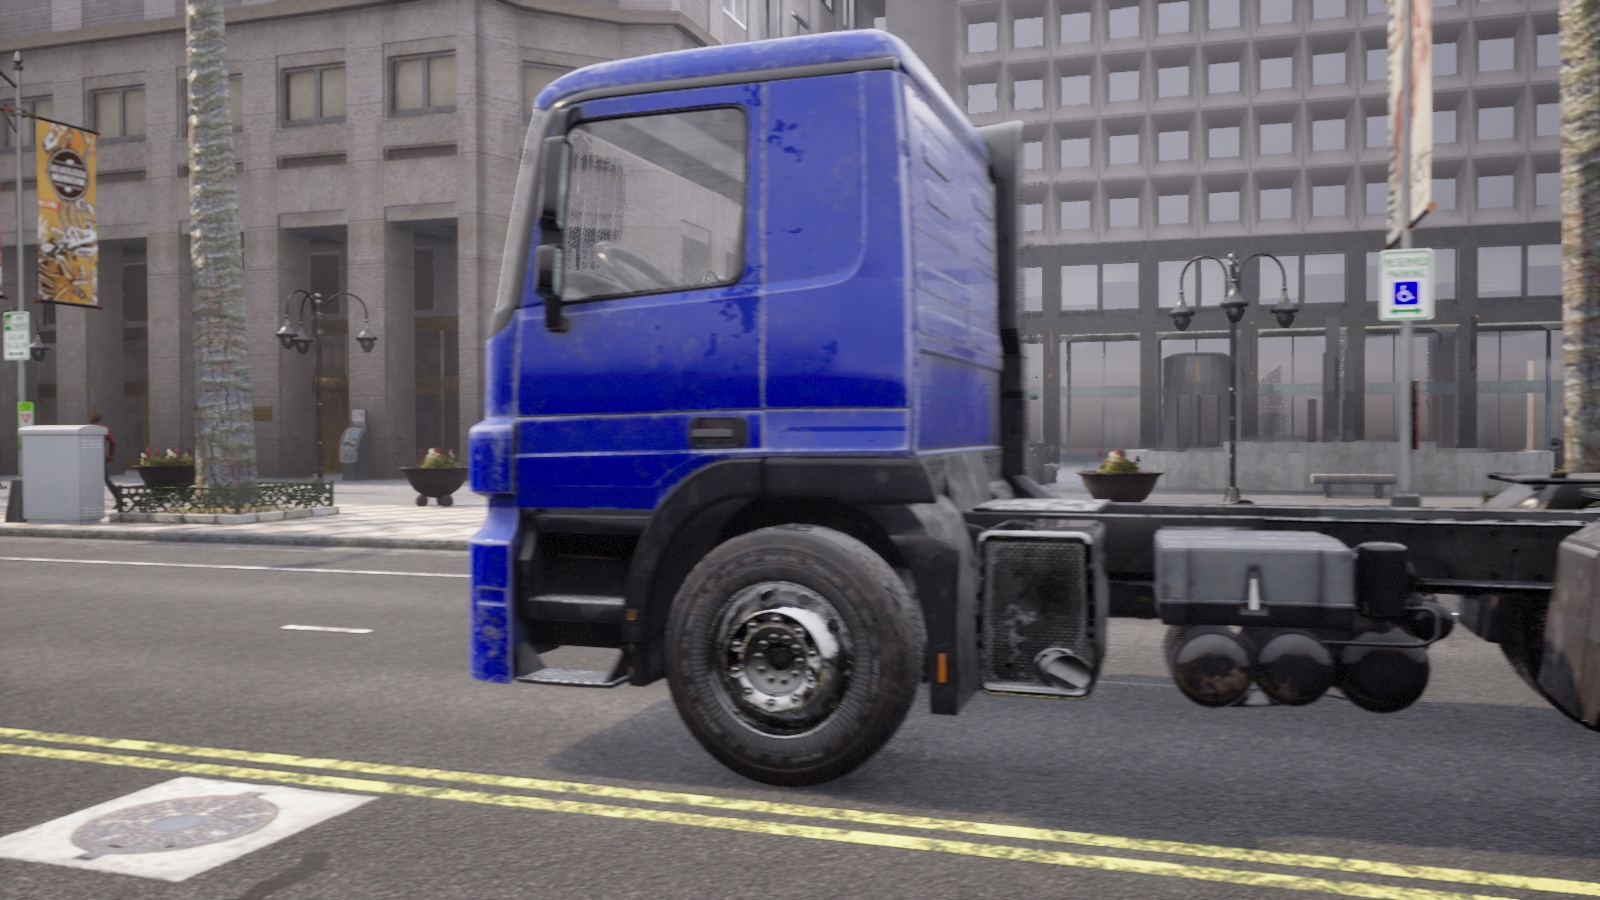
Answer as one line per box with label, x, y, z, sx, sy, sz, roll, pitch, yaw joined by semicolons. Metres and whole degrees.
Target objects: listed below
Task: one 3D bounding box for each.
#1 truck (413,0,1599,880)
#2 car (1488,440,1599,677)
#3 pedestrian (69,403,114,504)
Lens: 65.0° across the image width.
truck;2.387;-0.243;6.069;7.936;3.462;2.891;1;1;18
car;6.885;0.686;8.275;3.806;1.475;1.970;0;1;18
pedestrian;-13.151;0.062;23.321;0.636;1.846;0.331;0;1;5
